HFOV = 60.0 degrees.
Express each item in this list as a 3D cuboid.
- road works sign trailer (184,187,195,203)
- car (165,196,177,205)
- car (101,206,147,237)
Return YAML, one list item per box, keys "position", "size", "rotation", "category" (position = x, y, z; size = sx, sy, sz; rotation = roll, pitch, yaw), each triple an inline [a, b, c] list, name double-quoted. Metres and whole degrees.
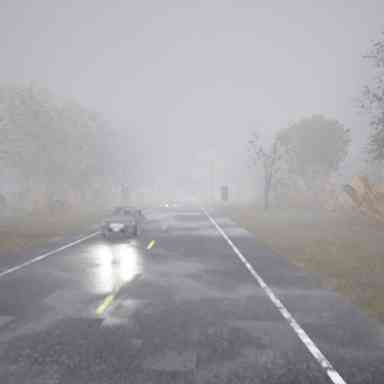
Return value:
- position: [-0.502, 0.622, 73.580]
  size: [2.380, 3.560, 2.880]
  rotation: [1, -2, 0]
  category: "road works sign trailer"
- position: [-3.949, 1.523, 64.191]
  size: [2.097, 1.767, 4.553]
  rotation: [0, 0, 0]
  category: "car"
- position: [-3.637, 1.541, 18.441]
  size: [2.128, 1.511, 4.902]
  rotation: [0, 0, 0]
  category: "car"
